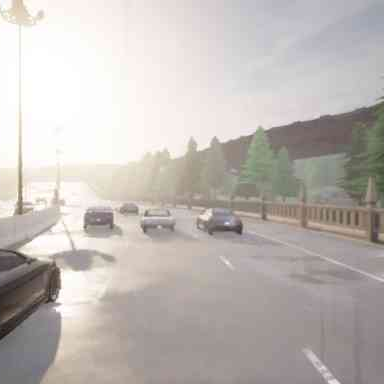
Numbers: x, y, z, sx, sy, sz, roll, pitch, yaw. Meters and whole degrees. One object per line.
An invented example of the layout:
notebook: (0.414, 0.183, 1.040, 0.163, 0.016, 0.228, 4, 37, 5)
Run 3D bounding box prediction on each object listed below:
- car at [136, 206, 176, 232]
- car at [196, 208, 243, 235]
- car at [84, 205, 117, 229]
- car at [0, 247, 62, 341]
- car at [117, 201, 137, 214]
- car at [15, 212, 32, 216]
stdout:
car: (-2.277, 1.700, 20.928, 1.895, 1.301, 4.718, 0, 0, -12)
car: (1.515, 1.639, 19.559, 1.994, 1.385, 4.181, 0, 0, -10)
car: (-6.388, 1.605, 23.138, 1.882, 1.535, 5.008, 0, 0, -13)
car: (-3.752, 1.606, 5.603, 1.994, 1.385, 4.181, 0, 0, -3)
car: (-7.352, 1.757, 37.841, 1.994, 1.385, 4.181, 0, 0, -20)
car: (-18.108, 1.741, 36.305, 1.837, 1.490, 4.892, 0, 0, -21)
